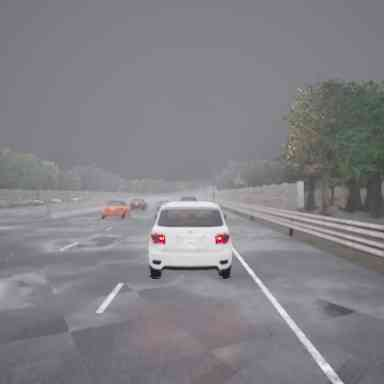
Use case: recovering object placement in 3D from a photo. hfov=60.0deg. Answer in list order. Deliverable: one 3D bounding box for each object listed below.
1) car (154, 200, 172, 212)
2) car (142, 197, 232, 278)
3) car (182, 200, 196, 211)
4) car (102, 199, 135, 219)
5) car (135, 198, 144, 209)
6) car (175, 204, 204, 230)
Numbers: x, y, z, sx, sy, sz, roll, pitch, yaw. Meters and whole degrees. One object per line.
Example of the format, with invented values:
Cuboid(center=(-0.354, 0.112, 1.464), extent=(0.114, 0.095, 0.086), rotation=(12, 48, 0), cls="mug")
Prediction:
Cuboid(center=(-3.951, 1.905, 46.563), extent=(2.033, 1.411, 5.357), rotation=(0, 0, 1), cls="car")
Cuboid(center=(-0.055, 1.303, 10.546), extent=(2.150, 2.045, 5.566), rotation=(0, 0, 0), cls="car")
Cuboid(center=(-0.447, 1.867, 47.100), extent=(1.837, 1.490, 4.892), rotation=(0, 0, -1), cls="car")
Cuboid(center=(-7.229, 1.601, 32.352), extent=(2.097, 1.767, 4.553), rotation=(0, -1, -1), cls="car")
Cuboid(center=(-7.439, 1.711, 46.658), extent=(2.097, 1.767, 4.553), rotation=(0, 0, -1), cls="car")
Cuboid(center=(-0.205, 1.660, 23.759), extent=(1.882, 1.535, 5.008), rotation=(0, -1, -1), cls="car")
